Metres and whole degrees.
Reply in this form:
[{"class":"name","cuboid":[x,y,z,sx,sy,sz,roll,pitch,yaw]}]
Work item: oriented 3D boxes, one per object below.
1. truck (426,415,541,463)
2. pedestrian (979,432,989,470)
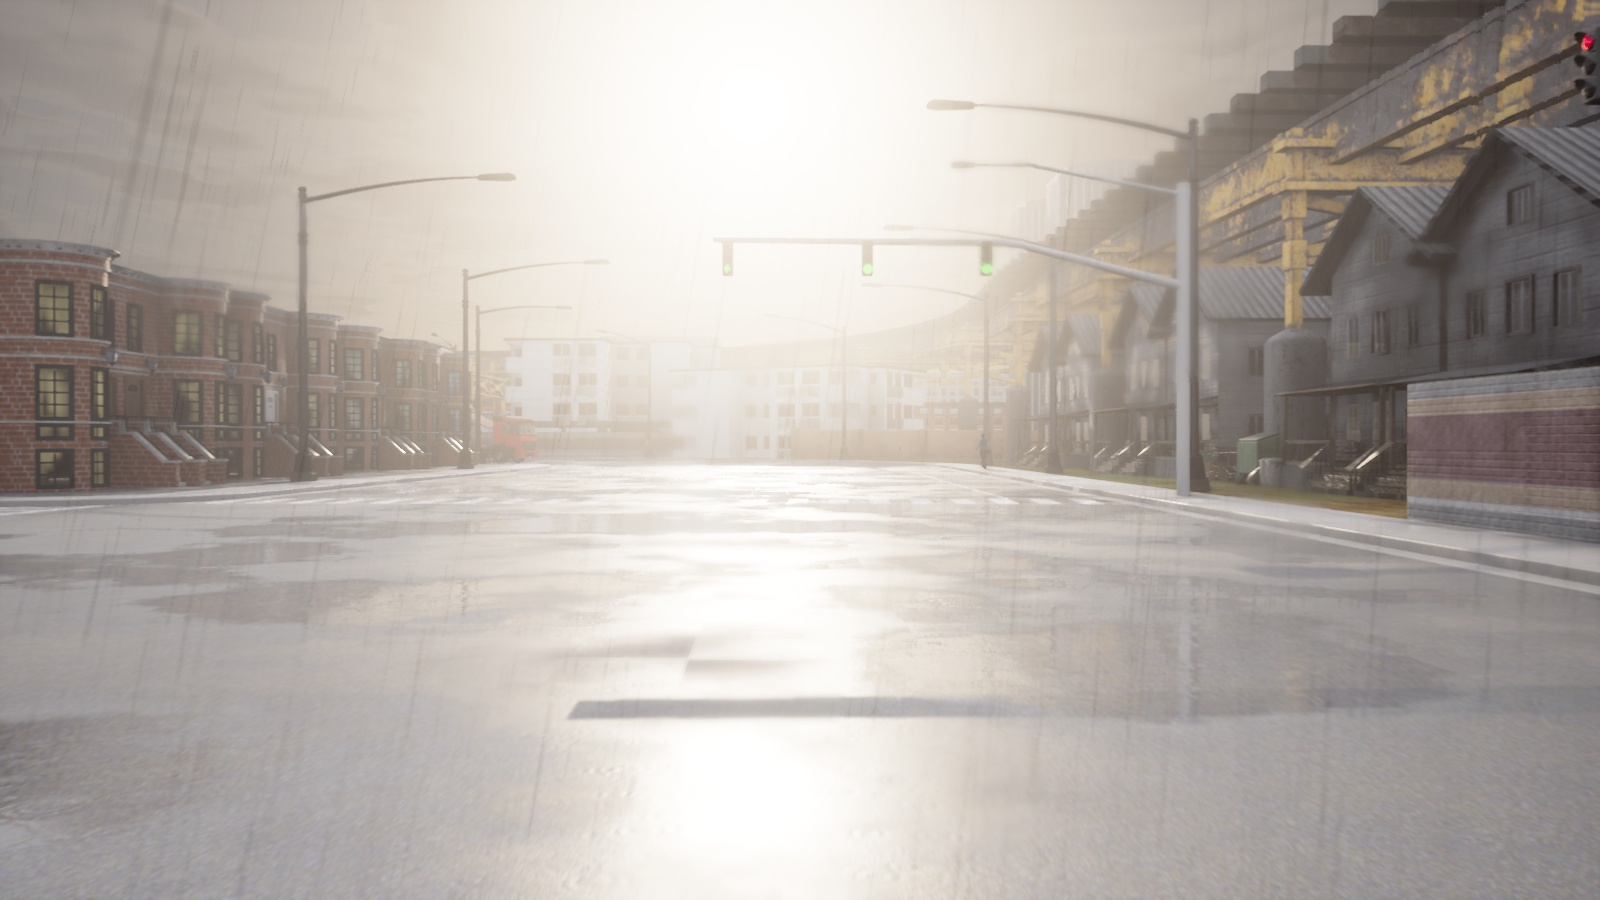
[{"class":"truck","cuboid":[-23.402,-0.777,92.791,7.936,3.462,2.891,0,0,18]},{"class":"pedestrian","cuboid":[9.245,0.053,63.114,0.396,1.930,0.692,0,0,-2]}]
